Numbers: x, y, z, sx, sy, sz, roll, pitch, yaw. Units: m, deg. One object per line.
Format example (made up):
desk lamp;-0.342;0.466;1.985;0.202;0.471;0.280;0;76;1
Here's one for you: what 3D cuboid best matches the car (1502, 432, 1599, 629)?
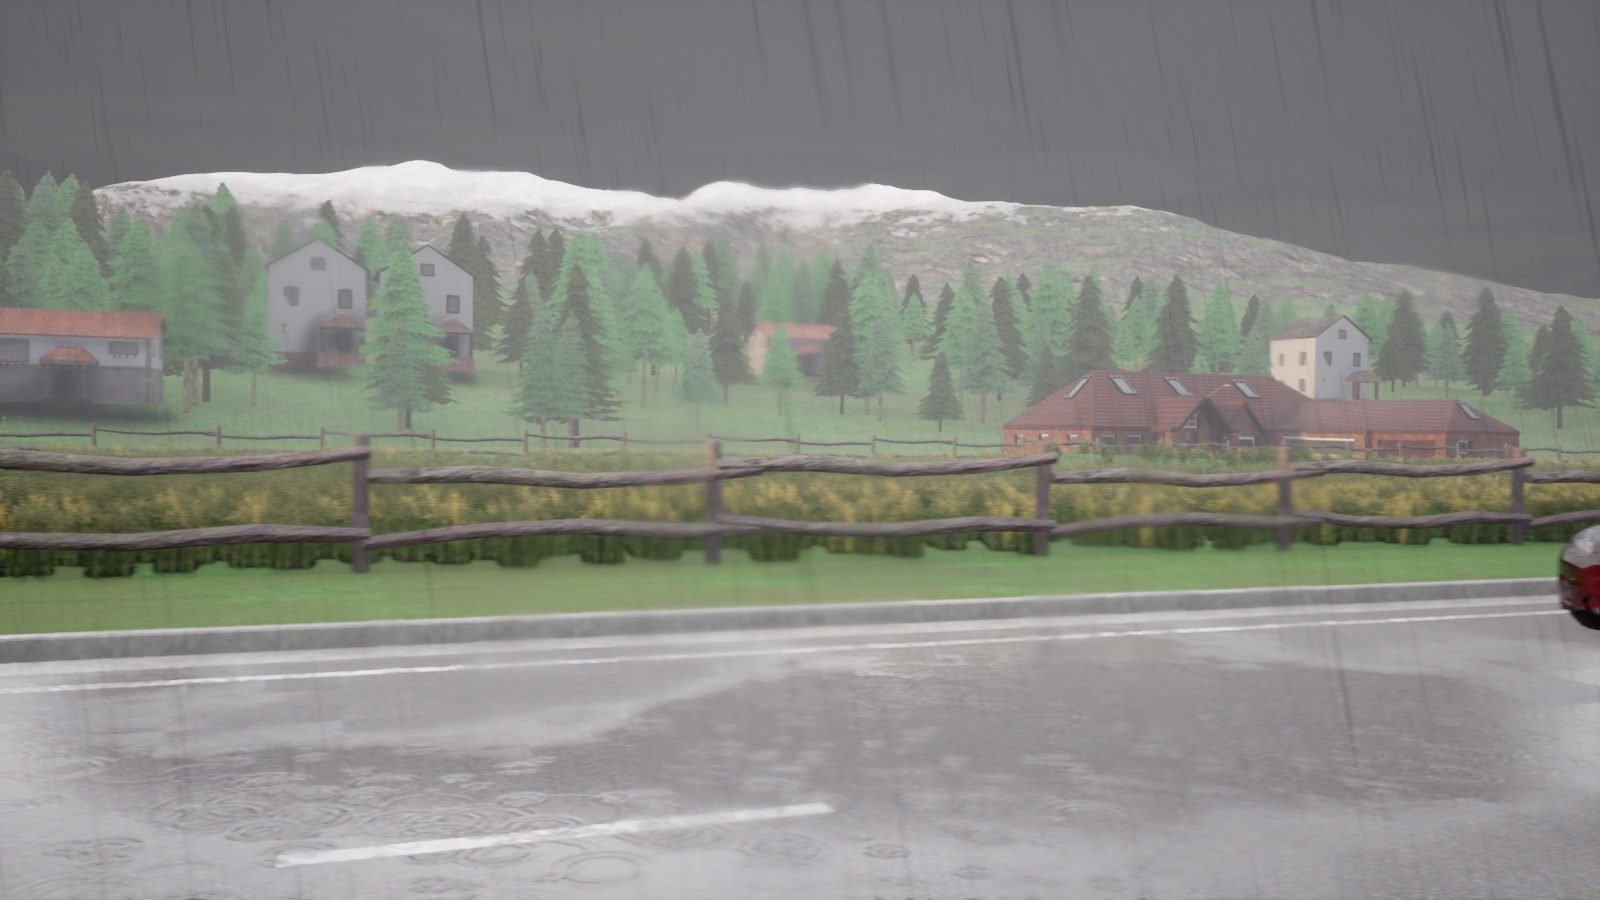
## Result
car;8.388;0.592;10.133;4.792;1.488;2.163;-1;1;-21
